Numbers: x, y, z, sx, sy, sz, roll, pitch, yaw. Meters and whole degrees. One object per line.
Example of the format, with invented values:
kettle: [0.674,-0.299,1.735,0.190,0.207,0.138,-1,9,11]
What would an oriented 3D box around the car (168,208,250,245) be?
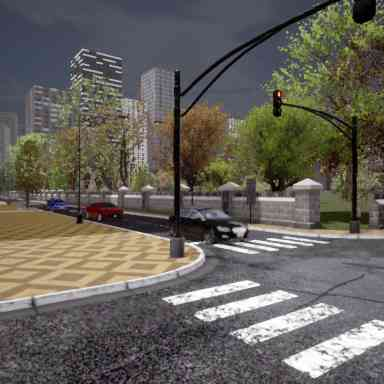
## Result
car: [0.640,1.518,15.818,2.128,1.511,4.902,0,0,-34]

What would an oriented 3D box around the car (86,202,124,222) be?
car: [-7.251,1.546,27.442,1.882,1.535,5.008,0,0,-34]

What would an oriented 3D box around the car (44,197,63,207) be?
car: [-24.149,1.673,58.032,2.128,1.511,4.902,0,0,-34]

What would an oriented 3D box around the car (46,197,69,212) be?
car: [-16.688,1.643,41.401,1.812,1.442,4.674,0,-1,-34]
